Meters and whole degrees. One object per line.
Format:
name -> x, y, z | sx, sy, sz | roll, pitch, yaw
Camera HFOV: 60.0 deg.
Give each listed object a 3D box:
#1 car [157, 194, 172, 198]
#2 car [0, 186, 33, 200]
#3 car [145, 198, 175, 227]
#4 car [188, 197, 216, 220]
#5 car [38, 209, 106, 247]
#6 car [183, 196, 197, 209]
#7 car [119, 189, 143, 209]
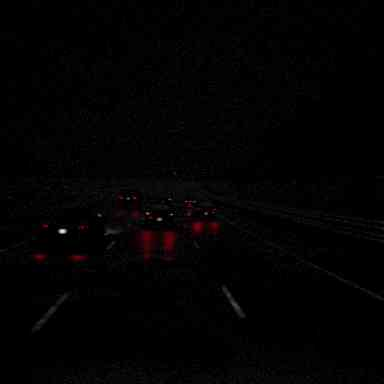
car -> -3.765, 1.039, 45.024 | 1.812, 1.442, 4.674 | 2, 1, -4
car -> -17.036, 0.433, 31.438 | 2.150, 2.045, 5.566 | 2, 0, -4
car -> -2.087, 1.392, 21.832 | 1.812, 1.442, 4.674 | 2, 1, -5
car -> 0.933, 1.426, 27.736 | 1.812, 1.442, 4.674 | 2, 1, -4
car -> -4.951, 1.401, 14.265 | 1.994, 1.385, 4.181 | 2, 0, -5
car -> -0.072, 1.212, 40.503 | 1.837, 1.490, 4.892 | 2, 1, -3
car -> -6.734, 0.732, 36.921 | 2.150, 2.045, 5.566 | 2, 1, -4
